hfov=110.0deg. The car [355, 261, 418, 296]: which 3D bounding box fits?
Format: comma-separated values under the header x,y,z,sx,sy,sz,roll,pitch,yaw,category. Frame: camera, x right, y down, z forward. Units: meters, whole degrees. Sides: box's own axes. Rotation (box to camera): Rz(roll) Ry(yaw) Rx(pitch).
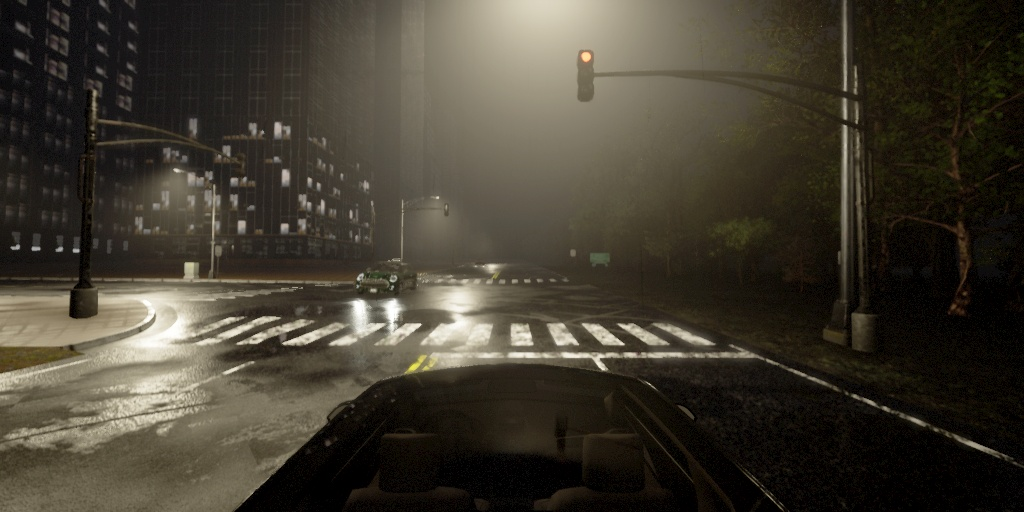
x,y,z,sx,sy,sz,roll,pitch,yaw,category
-6.479,1.072,19.055,2.097,1.767,4.553,3,-1,0,car
